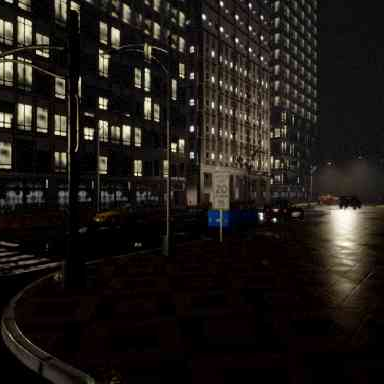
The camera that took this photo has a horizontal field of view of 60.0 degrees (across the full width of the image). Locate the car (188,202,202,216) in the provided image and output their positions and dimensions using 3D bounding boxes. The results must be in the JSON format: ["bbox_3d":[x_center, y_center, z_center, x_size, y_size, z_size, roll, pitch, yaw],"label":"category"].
[{"bbox_3d":[1.342,1.604,31.711,1.802,1.307,4.206,0,0,38],"label":"car"}]

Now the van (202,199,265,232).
[{"bbox_3d":[2.612,1.368,20.273,1.690,1.788,3.998,0,0,38],"label":"van"}]

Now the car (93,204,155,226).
[{"bbox_3d":[-4.774,1.540,23.995,1.752,1.417,4.829,0,0,38],"label":"car"}]

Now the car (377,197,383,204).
[{"bbox_3d":[38.167,1.658,66.543,1.947,1.339,4.313,0,0,38],"label":"car"}]

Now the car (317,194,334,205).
[{"bbox_3d":[25.132,1.381,62.548,2.192,1.841,5.009,0,0,38],"label":"car"}]

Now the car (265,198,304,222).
[{"bbox_3d":[7.581,1.472,26.897,1.967,1.590,4.097,0,0,38],"label":"car"}]

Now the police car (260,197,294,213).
[{"bbox_3d":[9.967,1.459,38.689,1.930,1.638,5.238,0,0,38],"label":"police car"}]

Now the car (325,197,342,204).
[{"bbox_3d":[28.530,1.625,66.953,2.008,1.369,4.403,0,0,38],"label":"car"}]

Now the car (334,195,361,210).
[{"bbox_3d":[21.175,1.369,44.518,2.192,1.841,5.009,0,0,38],"label":"car"}]
